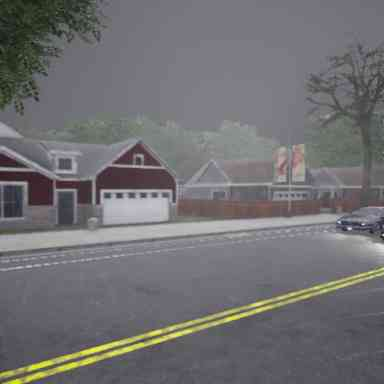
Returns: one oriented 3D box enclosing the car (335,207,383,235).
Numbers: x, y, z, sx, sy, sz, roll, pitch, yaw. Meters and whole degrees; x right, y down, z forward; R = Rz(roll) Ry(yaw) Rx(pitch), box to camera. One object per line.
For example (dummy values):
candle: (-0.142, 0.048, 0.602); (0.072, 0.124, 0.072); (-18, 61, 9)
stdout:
car: (10.529, 1.554, 19.199); (5.357, 1.411, 2.033); (0, 0, -36)

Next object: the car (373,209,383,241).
car: (10.384, 1.568, 15.100); (4.181, 1.385, 1.994); (0, 0, -36)
